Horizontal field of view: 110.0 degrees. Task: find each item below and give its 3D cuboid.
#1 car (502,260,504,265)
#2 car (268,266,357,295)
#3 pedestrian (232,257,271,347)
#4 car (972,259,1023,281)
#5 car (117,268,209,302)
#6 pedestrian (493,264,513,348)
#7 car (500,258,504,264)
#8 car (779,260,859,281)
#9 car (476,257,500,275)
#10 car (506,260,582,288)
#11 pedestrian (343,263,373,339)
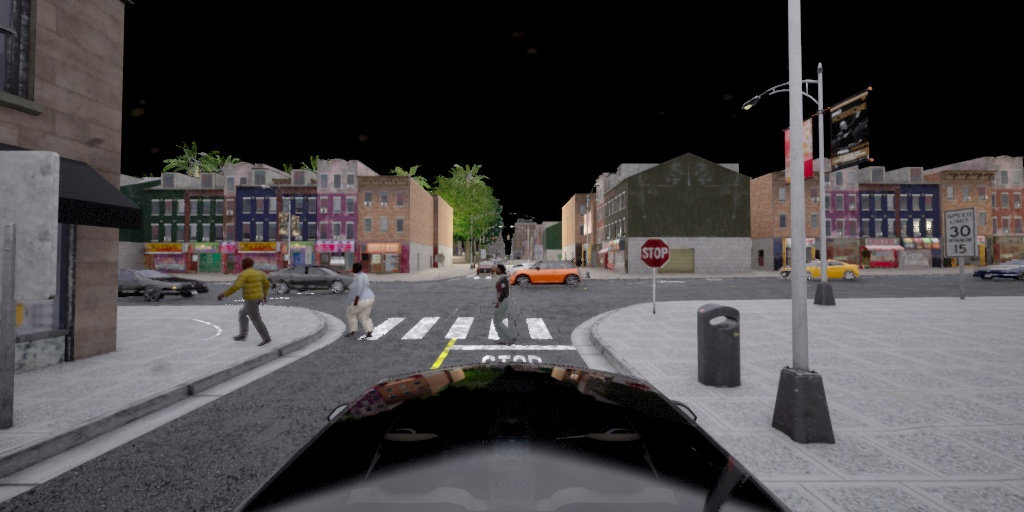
[{"bbox_3d":[1.150,1.292,30.857,1.812,1.442,4.674,0,1,-25],"label":"car"},{"bbox_3d":[-10.453,1.272,19.343,4.892,1.490,1.837,0,-1,-1],"label":"car"},{"bbox_3d":[-5.337,0.892,7.339,0.375,1.860,0.375,1,-1,0],"label":"pedestrian"},{"bbox_3d":[33.432,0.879,23.213,5.357,1.411,2.033,-1,-1,0],"label":"car"},{"bbox_3d":[-16.859,1.255,16.028,5.357,1.411,2.033,0,-1,-1],"label":"car"},{"bbox_3d":[-0.233,1.045,7.941,0.375,1.860,0.375,1,-1,0],"label":"pedestrian"},{"bbox_3d":[-2.578,1.323,52.734,1.895,1.301,4.718,0,0,0],"label":"car"},{"bbox_3d":[22.480,1.039,26.364,5.008,1.535,1.882,-1,-1,-1],"label":"car"},{"bbox_3d":[-2.621,1.211,38.464,1.882,1.535,5.008,0,0,2],"label":"car"},{"bbox_3d":[2.051,1.093,22.910,4.553,1.767,2.097,-1,-1,-1],"label":"car"},{"bbox_3d":[-3.647,1.044,8.533,0.375,1.860,0.375,1,-1,0],"label":"pedestrian"}]
